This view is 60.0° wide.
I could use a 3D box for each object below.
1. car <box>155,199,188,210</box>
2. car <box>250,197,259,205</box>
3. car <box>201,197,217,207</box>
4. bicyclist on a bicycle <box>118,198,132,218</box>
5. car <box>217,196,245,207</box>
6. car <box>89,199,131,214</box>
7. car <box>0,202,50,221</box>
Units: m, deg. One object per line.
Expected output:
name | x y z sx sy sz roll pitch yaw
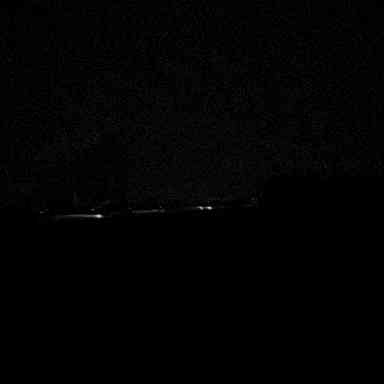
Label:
car | -2.655 1.558 42.752 1.895 1.301 4.718 -1 -1 35
car | 11.933 1.477 58.536 2.128 1.511 4.902 -1 -1 35
car | 3.166 1.500 50.948 1.812 1.442 4.674 -1 -1 36
bicyclist on a bicycle | -5.675 1.351 28.099 1.656 1.620 0.582 0 0 35
car | 6.238 1.405 50.354 1.882 1.535 5.008 -1 -1 36
car | -8.417 1.496 34.596 1.812 1.442 4.674 -1 -1 35
car | -14.144 1.539 26.418 2.033 1.411 5.357 -1 -1 34
